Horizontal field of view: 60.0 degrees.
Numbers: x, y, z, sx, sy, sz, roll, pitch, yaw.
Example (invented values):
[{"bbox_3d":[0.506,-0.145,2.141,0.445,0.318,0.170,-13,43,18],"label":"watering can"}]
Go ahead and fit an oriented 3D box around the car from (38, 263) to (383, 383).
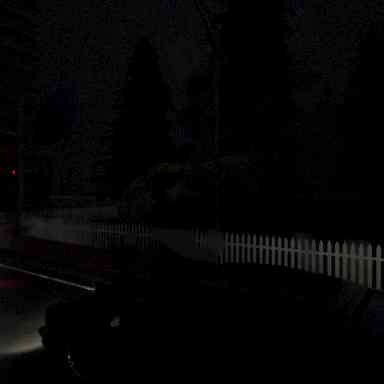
[{"bbox_3d":[0.574,1.547,3.585,5.357,1.411,2.033,0,0,36],"label":"car"}]
